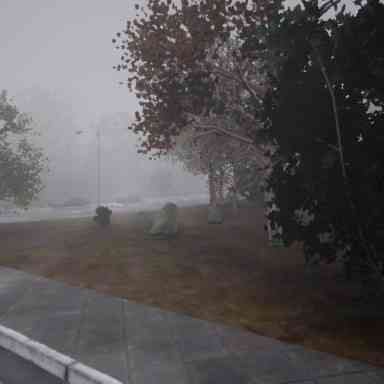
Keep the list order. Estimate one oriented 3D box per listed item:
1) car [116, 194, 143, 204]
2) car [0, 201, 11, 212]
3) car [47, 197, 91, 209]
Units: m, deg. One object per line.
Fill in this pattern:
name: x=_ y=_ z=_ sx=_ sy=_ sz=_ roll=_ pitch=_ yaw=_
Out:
car: x=-9.619 y=0.982 z=51.069 sx=1.994 sy=1.385 sz=4.181 roll=0 pitch=3 yaw=39
car: x=-22.141 y=1.531 z=35.548 sx=1.837 sy=1.490 sz=4.892 roll=0 pitch=1 yaw=39
car: x=-15.903 y=1.354 z=43.290 sx=2.033 sy=1.411 sz=5.357 roll=0 pitch=2 yaw=39
